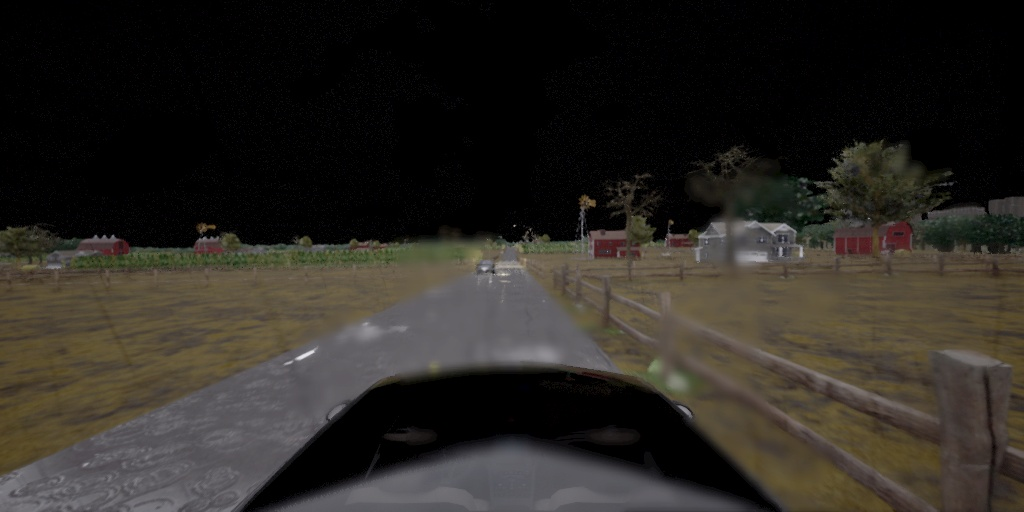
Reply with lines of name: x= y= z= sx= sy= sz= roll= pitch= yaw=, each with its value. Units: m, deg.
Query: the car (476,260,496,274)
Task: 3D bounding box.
car: x=-2.717 y=1.139 z=38.145 sx=2.128 sy=1.511 sz=4.902 roll=0 pitch=0 yaw=0
